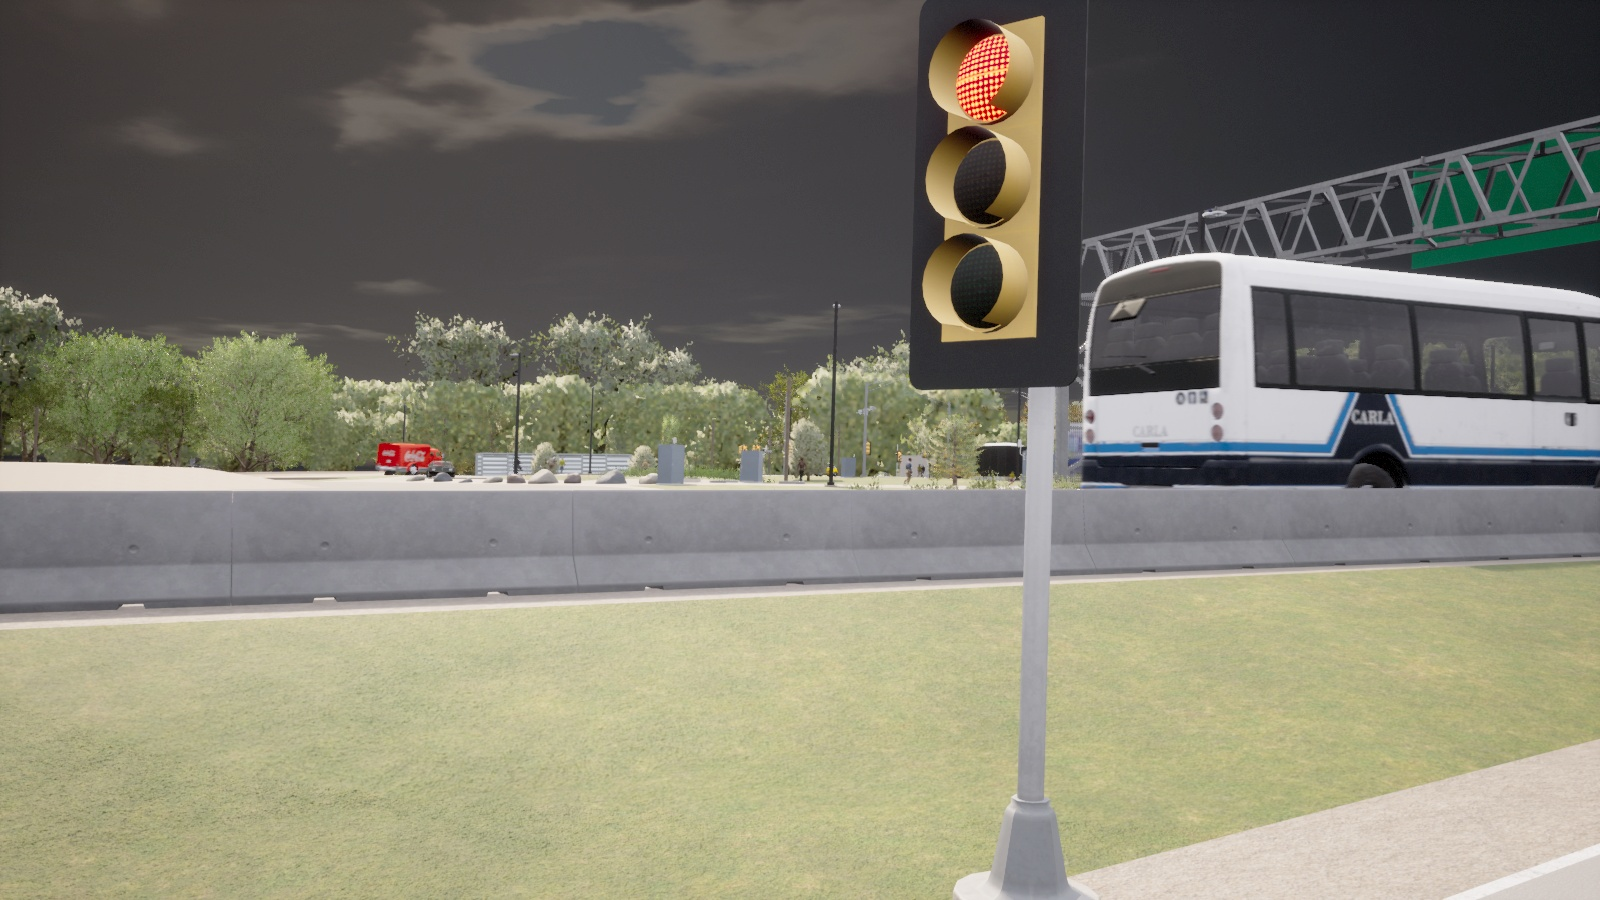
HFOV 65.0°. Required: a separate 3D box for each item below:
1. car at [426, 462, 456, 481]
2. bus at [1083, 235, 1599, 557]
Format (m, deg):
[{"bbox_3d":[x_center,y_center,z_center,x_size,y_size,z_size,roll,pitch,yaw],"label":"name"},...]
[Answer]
[{"bbox_3d":[-26.605,1.580,93.043,1.895,1.301,4.718,2,-1,-18],"label":"car"},{"bbox_3d":[10.026,-0.653,20.615,10.273,4.253,3.944,1,-1,-26],"label":"bus"}]
